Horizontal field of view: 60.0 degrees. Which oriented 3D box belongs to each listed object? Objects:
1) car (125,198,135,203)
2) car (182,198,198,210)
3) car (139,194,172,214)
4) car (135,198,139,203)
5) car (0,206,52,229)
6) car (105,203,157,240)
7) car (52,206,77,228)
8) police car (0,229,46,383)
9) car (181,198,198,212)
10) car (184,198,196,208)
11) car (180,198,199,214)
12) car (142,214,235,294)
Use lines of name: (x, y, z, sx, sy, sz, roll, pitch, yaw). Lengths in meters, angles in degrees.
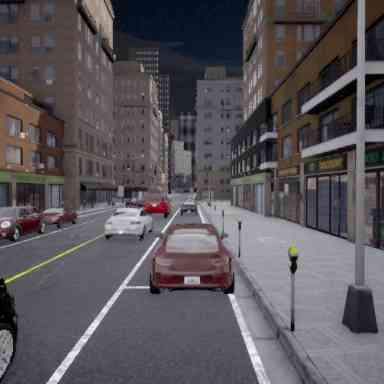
car: (-8.822, 1.516, 49.695, 1.887, 1.381, 4.507, -1, 0, 0)
car: (-0.277, 1.543, 44.111, 1.947, 1.339, 4.313, -1, 0, 0)
car: (-3.137, 1.213, 30.624, 2.150, 2.045, 5.566, 0, 0, 0)
car: (-6.166, 1.540, 45.630, 1.994, 1.385, 4.181, 0, 0, 0)
car: (-8.823, 1.435, 16.181, 1.967, 1.590, 4.097, -1, 0, 0)
car: (-3.125, 1.520, 16.959, 1.812, 1.442, 4.674, 0, 0, 0)
car: (-8.822, 1.575, 21.767, 1.802, 1.307, 4.206, -1, 0, 0)
police car: (-3.146, 1.424, 2.364, 1.930, 1.638, 5.238, 0, 0, 0)
car: (-0.279, 1.507, 38.694, 1.752, 1.417, 4.829, -1, 0, 0)
car: (-0.276, 1.554, 49.696, 1.802, 1.307, 4.206, -1, 0, 0)
car: (-0.280, 1.537, 32.939, 2.008, 1.369, 4.403, -1, 0, 0)
car: (0.003, 1.523, 8.652, 1.812, 1.442, 4.674, 0, 0, 0)
